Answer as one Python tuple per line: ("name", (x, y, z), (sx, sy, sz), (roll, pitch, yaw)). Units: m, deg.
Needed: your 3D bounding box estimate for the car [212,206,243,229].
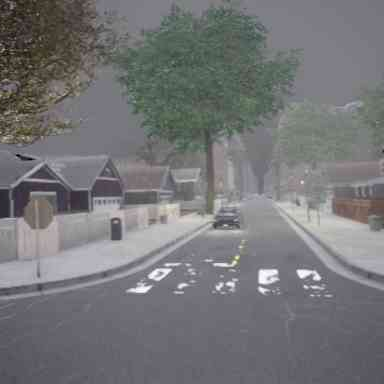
("car", (2.645, 1.733, 23.650), (2.033, 1.411, 5.357), (-2, -1, 12))
